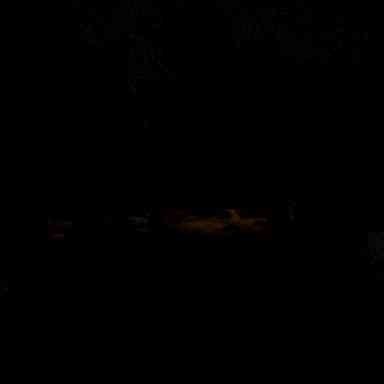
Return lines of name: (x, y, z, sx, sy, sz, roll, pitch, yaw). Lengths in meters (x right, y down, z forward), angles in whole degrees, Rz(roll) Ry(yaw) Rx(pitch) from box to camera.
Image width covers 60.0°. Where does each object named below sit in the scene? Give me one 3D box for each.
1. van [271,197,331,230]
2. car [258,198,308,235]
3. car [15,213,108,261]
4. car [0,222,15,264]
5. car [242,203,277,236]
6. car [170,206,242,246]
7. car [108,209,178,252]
van: (6.383, 1.312, 21.051, 4.442, 1.987, 1.878, -1, -1, 33)
car: (3.964, 1.407, 19.285, 4.553, 1.767, 2.185, -1, -1, 33)
car: (-5.556, 1.549, 12.219, 4.674, 1.452, 2.002, -1, -1, 34)
car: (-7.935, 1.377, 10.470, 4.553, 1.767, 2.185, -1, -1, 35)
car: (1.423, 1.526, 17.614, 5.366, 1.575, 1.946, -1, -1, 33)
car: (-0.634, 1.515, 15.639, 5.366, 1.575, 1.946, -1, -1, 34)
car: (-3.168, 1.555, 13.970, 4.674, 1.452, 2.002, -1, -1, 34)
